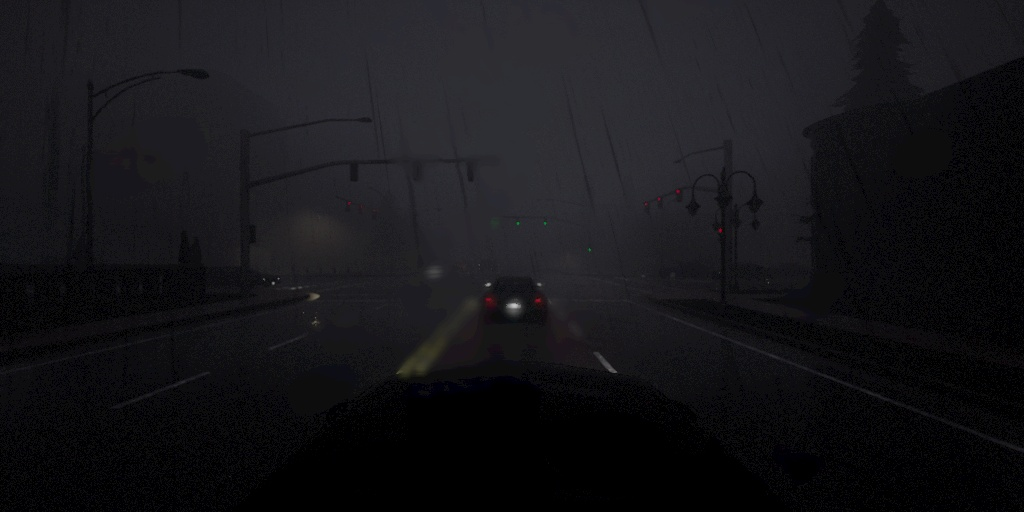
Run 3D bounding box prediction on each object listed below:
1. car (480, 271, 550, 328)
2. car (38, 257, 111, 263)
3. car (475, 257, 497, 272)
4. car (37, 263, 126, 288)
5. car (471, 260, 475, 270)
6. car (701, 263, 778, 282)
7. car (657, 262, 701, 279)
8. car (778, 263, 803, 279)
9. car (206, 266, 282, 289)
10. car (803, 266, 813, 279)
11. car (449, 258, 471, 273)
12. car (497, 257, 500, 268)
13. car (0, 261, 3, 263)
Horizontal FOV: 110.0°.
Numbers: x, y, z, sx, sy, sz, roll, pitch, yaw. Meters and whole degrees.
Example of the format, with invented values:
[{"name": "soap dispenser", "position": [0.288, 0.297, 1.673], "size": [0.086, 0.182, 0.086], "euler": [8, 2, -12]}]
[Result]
[{"name": "car", "position": [0.081, 1.347, 11.596], "size": [1.994, 1.385, 4.181], "euler": [0, 0, 0]}, {"name": "car", "position": [-31.955, 1.056, 26.718], "size": [5.566, 2.045, 2.150], "euler": [0, 0, 0]}, {"name": "car", "position": [-3.585, 1.268, 50.618], "size": [2.097, 1.767, 4.553], "euler": [0, 0, 0]}, {"name": "car", "position": [-28.072, 1.370, 23.214], "size": [5.357, 1.411, 2.033], "euler": [0, 0, 0]}, {"name": "car", "position": [-7.079, 1.429, 57.109], "size": [2.128, 1.511, 4.902], "euler": [0, 0, 0]}, {"name": "car", "position": [18.960, 1.351, 30.073], "size": [4.892, 1.490, 1.837], "euler": [0, 0, -1]}, {"name": "car", "position": [16.198, 1.335, 33.513], "size": [5.008, 1.535, 1.882], "euler": [0, 0, -2]}, {"name": "car", "position": [25.530, 1.384, 33.778], "size": [4.674, 1.442, 1.812], "euler": [0, 0, -4]}, {"name": "car", "position": [-18.004, 1.370, 23.155], "size": [5.357, 1.411, 2.033], "euler": [0, 0, 2]}, {"name": "car", "position": [28.470, 1.069, 30.490], "size": [5.566, 2.045, 2.150], "euler": [0, 0, -7]}, {"name": "car", "position": [-7.092, 1.383, 47.684], "size": [1.882, 1.535, 5.008], "euler": [0, 0, 0]}, {"name": "car", "position": [-3.572, 1.438, 59.662], "size": [2.128, 1.511, 4.902], "euler": [0, 0, 0]}, {"name": "car", "position": [-50.599, 1.211, 33.890], "size": [4.553, 1.767, 2.097], "euler": [0, 0, 0]}]
